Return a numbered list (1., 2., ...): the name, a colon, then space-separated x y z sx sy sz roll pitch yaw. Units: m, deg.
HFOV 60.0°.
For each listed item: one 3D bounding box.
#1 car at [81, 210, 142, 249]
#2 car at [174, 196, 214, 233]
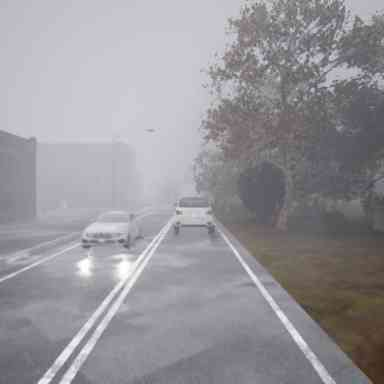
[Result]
1. car: -3.345 1.536 14.644 1.812 1.442 4.674 0 0 0
2. car: 0.104 1.257 19.909 2.150 2.045 5.566 0 0 0
